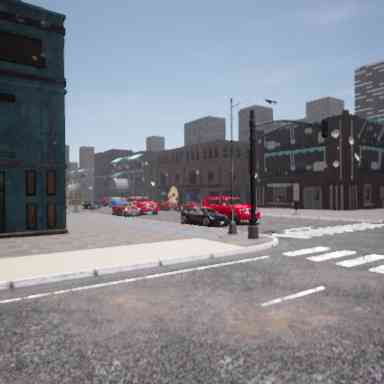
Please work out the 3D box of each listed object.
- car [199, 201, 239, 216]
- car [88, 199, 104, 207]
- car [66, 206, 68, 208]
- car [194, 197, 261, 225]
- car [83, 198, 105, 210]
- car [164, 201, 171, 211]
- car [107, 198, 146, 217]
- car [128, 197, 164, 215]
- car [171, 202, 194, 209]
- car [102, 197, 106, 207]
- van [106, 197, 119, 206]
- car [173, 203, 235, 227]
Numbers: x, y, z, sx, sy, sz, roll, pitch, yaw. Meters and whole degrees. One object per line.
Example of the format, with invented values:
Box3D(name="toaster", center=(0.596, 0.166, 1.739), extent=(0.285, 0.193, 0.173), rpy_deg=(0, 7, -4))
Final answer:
Box3D(name="car", center=(2.878, 1.763, 36.426), extent=(2.008, 1.369, 4.403), rpy_deg=(-2, 0, -36))
Box3D(name="car", center=(-19.643, 2.181, 67.954), extent=(1.887, 1.381, 4.507), rpy_deg=(-2, 0, -36))
Box3D(name="car", center=(-23.145, 2.203, 58.439), extent=(1.752, 1.417, 4.829), rpy_deg=(-2, 0, -36))
Box3D(name="car", center=(2.901, 1.410, 26.472), extent=(2.150, 2.045, 5.566), rpy_deg=(-1, 0, -34))
Box3D(name="car", center=(-16.008, 2.062, 53.076), extent=(1.837, 1.490, 4.892), rpy_deg=(-1, -1, -35))
Box3D(name="car", center=(-3.555, 1.919, 45.434), extent=(1.802, 1.307, 4.206), rpy_deg=(-2, 0, -36))
Box3D(name="car", center=(-7.159, 1.816, 36.057), extent=(1.967, 1.590, 4.097), rpy_deg=(-2, 0, -36))
Box3D(name="car", center=(-5.956, 1.585, 38.845), extent=(2.150, 2.045, 5.566), rpy_deg=(-1, 0, -36))
Box3D(name="car", center=(-0.338, 1.857, 40.931), extent=(1.802, 1.307, 4.206), rpy_deg=(-2, 0, -36))
Box3D(name="car", center=(-16.432, 1.893, 63.449), extent=(2.192, 1.841, 5.009), rpy_deg=(-2, 0, -36))
Box3D(name="van", center=(-13.214, 1.860, 58.946), extent=(1.690, 1.788, 3.998), rpy_deg=(-2, 0, -36))
Box3D(name="car", center=(0.811, 1.785, 24.696), extent=(1.947, 1.339, 4.313), rpy_deg=(-2, 0, -36))
